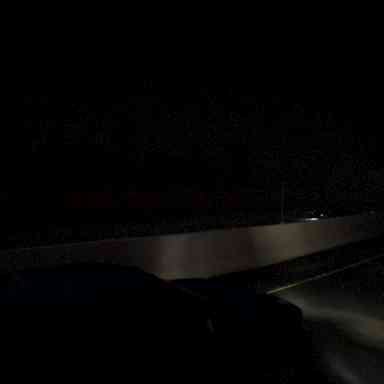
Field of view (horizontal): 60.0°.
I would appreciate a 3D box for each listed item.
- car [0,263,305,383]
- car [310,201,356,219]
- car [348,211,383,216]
[{"bbox_3d":[-0.915,1.487,3.297,5.008,1.535,1.882,0,0,-36],"label":"car"},{"bbox_3d":[13.130,1.624,30.726,5.357,1.411,2.033,0,0,-45],"label":"car"},{"bbox_3d":[15.100,1.561,27.744,4.902,1.511,2.128,0,0,-45],"label":"car"}]
